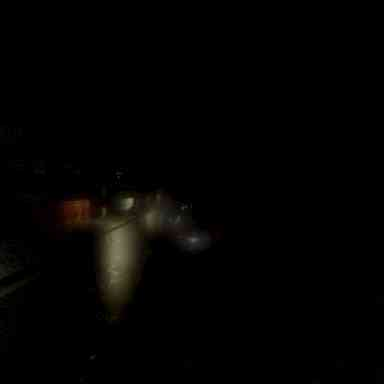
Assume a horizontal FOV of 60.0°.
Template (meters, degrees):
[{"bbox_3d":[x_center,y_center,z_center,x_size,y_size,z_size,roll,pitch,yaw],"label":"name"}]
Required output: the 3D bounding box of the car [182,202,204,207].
[{"bbox_3d":[0.100,1.665,32.316,2.128,1.511,4.902,0,0,0],"label":"car"}]

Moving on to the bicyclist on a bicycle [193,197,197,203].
[{"bbox_3d":[0.770,1.974,85.419,0.866,1.612,1.509,0,0,0],"label":"bicyclist on a bicycle"}]

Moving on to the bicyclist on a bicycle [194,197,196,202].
[{"bbox_3d":[0.773,1.920,76.421,0.582,1.620,1.656,0,-1,0],"label":"bicyclist on a bicycle"}]

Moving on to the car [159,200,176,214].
[{"bbox_3d":[-2.836,1.708,39.225,2.128,1.511,4.902,0,0,0],"label":"car"}]

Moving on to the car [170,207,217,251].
[{"bbox_3d":[0.087,1.600,14.448,1.812,1.442,4.674,0,0,0],"label":"car"}]
